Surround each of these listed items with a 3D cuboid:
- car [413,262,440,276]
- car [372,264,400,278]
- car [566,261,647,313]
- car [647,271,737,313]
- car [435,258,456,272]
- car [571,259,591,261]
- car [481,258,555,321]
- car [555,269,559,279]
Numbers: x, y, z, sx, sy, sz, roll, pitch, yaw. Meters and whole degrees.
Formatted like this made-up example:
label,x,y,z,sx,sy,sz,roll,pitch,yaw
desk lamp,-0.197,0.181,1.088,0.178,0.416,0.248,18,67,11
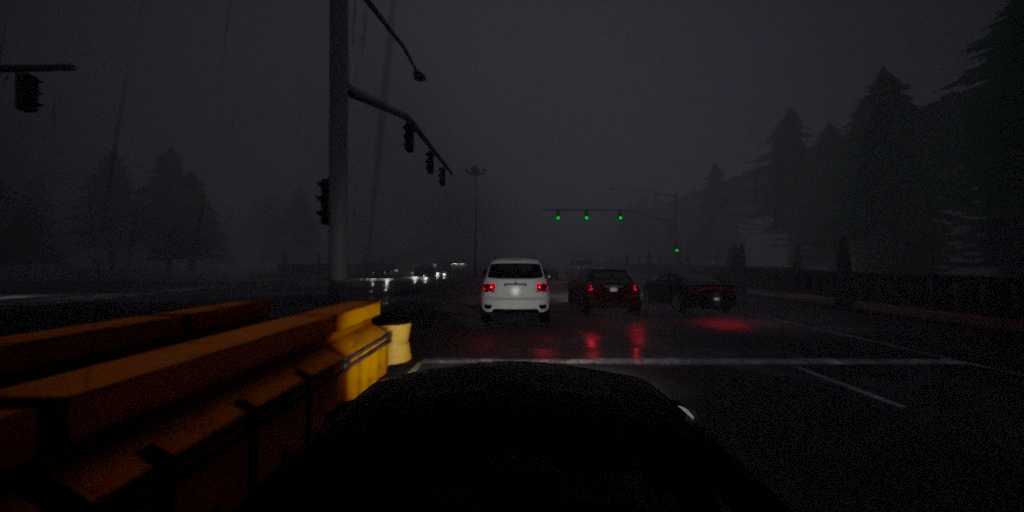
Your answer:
label,x,y,z,sx,sy,sz,roll,pitch,yaw
car,-10.562,1.739,43.673,1.994,1.385,4.181,0,-1,0
car,-14.073,1.651,40.353,1.837,1.490,4.892,0,0,0
car,3.603,1.237,14.821,2.097,1.767,4.553,0,-1,0
car,7.105,1.364,14.912,1.882,1.535,5.008,0,-1,0
car,-10.528,1.552,55.121,2.128,1.511,4.902,0,2,0
car,7.116,1.340,37.685,2.150,2.045,5.566,0,-1,0
car,0.103,1.091,13.067,2.150,2.045,5.566,0,0,0
car,3.615,1.713,37.050,1.895,1.301,4.718,0,-1,0
